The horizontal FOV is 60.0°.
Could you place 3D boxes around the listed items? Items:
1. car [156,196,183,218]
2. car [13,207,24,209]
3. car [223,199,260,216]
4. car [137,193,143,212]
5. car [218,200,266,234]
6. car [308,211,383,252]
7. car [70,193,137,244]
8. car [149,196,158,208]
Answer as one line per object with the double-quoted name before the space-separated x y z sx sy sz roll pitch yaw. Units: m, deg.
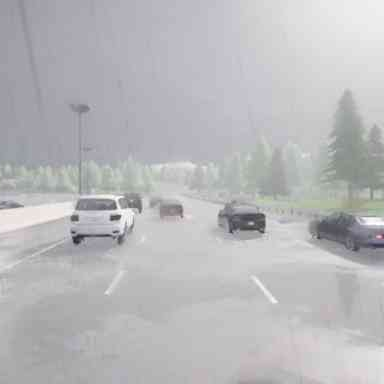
"car" -1.890 1.384 28.820 1.882 1.535 5.008 0 0 -8
"car" -16.264 1.470 29.038 1.994 1.385 4.181 0 0 -9
"car" 4.680 1.441 32.319 2.033 1.411 5.357 0 0 -9
"car" -6.574 1.101 36.088 2.150 2.045 5.566 0 0 -10
"car" 2.712 1.415 19.004 1.882 1.535 5.008 0 0 -5
"car" 6.645 1.502 13.648 2.033 1.411 5.357 0 0 -3
"car" -4.027 1.170 15.623 2.150 2.045 5.566 0 0 -5
"car" -4.708 1.355 44.788 1.837 1.490 4.892 0 -1 -13
